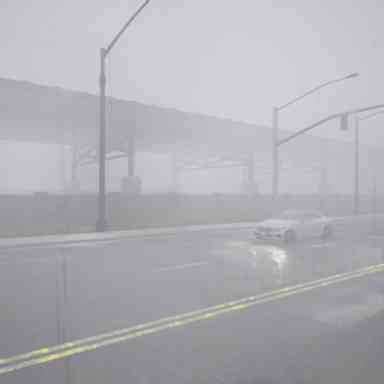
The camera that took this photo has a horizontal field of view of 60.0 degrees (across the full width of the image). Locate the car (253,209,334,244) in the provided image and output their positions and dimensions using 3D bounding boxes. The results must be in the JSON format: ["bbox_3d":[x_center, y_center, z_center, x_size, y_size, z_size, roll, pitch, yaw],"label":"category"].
[{"bbox_3d":[5.069,1.596,16.242,4.674,1.442,1.812,0,0,-36],"label":"car"}]
